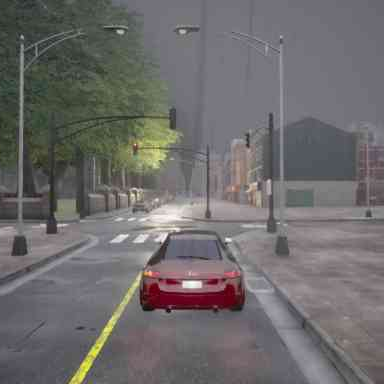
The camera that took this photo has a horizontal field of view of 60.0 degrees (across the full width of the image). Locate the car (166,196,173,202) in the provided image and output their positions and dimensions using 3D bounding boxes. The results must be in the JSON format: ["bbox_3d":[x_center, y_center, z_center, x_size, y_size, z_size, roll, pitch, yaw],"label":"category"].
[{"bbox_3d":[-5.879,1.732,87.393,1.752,1.417,4.829,1,0,0],"label":"car"}]

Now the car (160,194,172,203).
[{"bbox_3d":[-5.702,1.421,65.763,2.192,1.841,5.009,1,0,0],"label":"car"}]

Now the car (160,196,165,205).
[{"bbox_3d":[-5.578,1.623,49.412,1.947,1.339,4.313,1,0,0],"label":"car"}]

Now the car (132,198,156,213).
[{"bbox_3d":[-5.506,1.585,36.827,2.008,1.369,4.403,1,0,0],"label":"car"}]

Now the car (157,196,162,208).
[{"bbox_3d":[-5.535,1.597,43.962,2.008,1.369,4.403,1,0,0],"label":"car"}]

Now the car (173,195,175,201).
[{"bbox_3d":[-5.835,1.618,82.113,1.967,1.590,4.097,1,0,0],"label":"car"}]

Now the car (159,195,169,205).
[{"bbox_3d":[-5.665,1.669,60.312,1.802,1.307,4.206,1,0,0],"label":"car"}]

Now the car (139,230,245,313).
[{"bbox_3d":[0.021,1.568,7.744,1.994,1.385,4.181,0,0,1],"label":"car"}]
